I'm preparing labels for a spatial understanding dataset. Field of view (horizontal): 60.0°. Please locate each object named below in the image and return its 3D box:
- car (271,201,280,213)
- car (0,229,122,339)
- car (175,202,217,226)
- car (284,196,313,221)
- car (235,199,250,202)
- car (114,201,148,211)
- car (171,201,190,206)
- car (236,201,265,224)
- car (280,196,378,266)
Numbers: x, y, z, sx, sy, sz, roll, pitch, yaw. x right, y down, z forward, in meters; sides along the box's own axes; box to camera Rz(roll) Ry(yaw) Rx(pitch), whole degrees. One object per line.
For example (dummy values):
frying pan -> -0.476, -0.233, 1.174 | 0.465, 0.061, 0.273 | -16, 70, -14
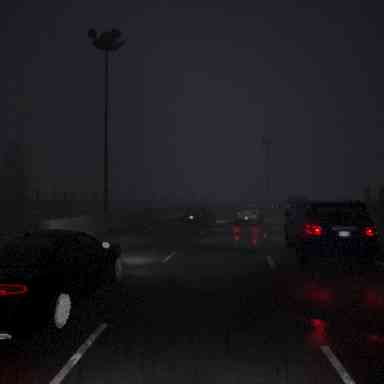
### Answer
car -> 11.436, 1.833, 41.761 | 2.033, 1.411, 5.357 | 0, -1, 30
car -> -2.916, 1.511, 6.881 | 1.882, 1.535, 5.008 | 0, 0, 5
car -> 0.514, 1.716, 24.636 | 1.994, 1.385, 4.181 | 0, 0, 16
car -> 9.819, 1.409, 30.321 | 2.150, 2.045, 5.566 | 0, -1, 22
car -> 8.644, 1.944, 57.050 | 2.128, 1.511, 4.902 | -1, -1, 36
car -> -7.739, 1.867, 42.995 | 2.033, 1.411, 5.357 | 0, -1, 25
car -> -1.297, 1.927, 47.892 | 1.994, 1.385, 4.181 | 0, -1, 30
car -> 4.664, 1.687, 26.262 | 1.812, 1.442, 4.674 | 0, -1, 18
car -> 4.721, 1.288, 12.044 | 2.150, 2.045, 5.566 | 0, 0, 9
